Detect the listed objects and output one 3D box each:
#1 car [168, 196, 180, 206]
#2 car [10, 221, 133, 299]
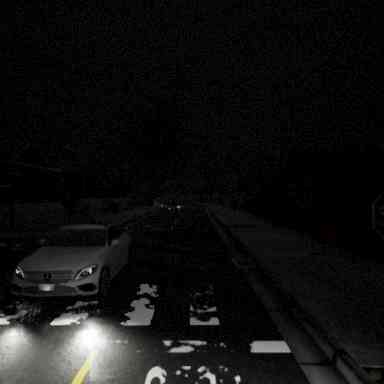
[{"bbox_3d":[-3.026,1.484,55.980,1.882,1.535,5.008,0,0,-4],"label":"car"},{"bbox_3d":[-2.720,1.525,8.571,1.812,1.442,4.674,0,0,0],"label":"car"}]
